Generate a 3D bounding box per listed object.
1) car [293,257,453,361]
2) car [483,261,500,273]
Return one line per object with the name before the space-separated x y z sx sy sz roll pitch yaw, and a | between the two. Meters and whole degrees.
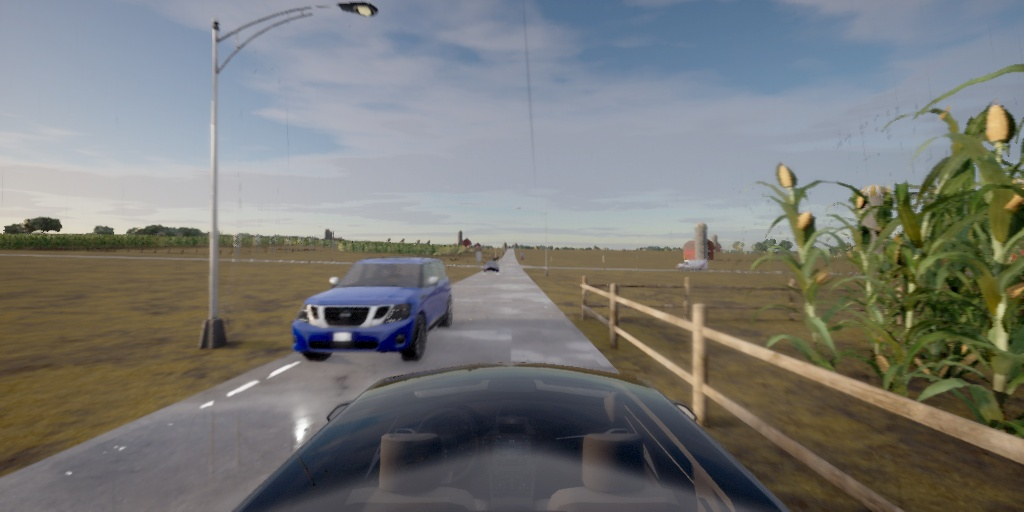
car | -2.851 1.031 8.798 2.150 2.045 5.566 0 0 0
car | -2.822 1.431 49.913 2.097 1.767 4.553 0 0 0
